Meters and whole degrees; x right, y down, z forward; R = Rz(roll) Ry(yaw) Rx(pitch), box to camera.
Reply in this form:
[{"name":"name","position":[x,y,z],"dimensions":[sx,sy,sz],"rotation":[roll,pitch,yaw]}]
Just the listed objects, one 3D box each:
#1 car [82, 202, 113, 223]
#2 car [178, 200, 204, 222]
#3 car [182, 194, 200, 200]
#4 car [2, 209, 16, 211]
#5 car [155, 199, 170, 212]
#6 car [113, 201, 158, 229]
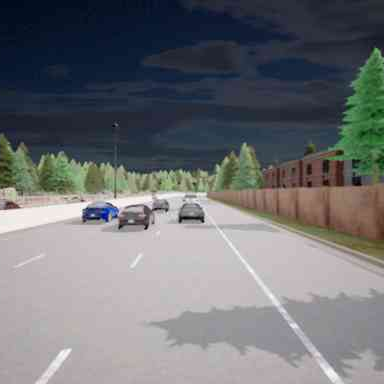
[{"name":"car","position":[-7.051,1.489,26.014],"dimensions":[1.882,1.535,5.008],"rotation":[0,0,0]},{"name":"car","position":[-0.052,1.575,26.287],"dimensions":[1.994,1.385,4.181],"rotation":[0,0,0]},{"name":"car","position":[-0.145,1.236,42.523],"dimensions":[2.150,2.045,5.566],"rotation":[0,0,0]},{"name":"car","position":[-17.776,1.541,30.979],"dimensions":[1.812,1.442,4.674],"rotation":[0,0,0]},{"name":"car","position":[-3.611,1.563,38.338],"dimensions":[2.033,1.411,5.357],"rotation":[0,0,-2]},{"name":"car","position":[-3.512,1.535,21.470],"dimensions":[1.812,1.442,4.674],"rotation":[0,0,0]}]
